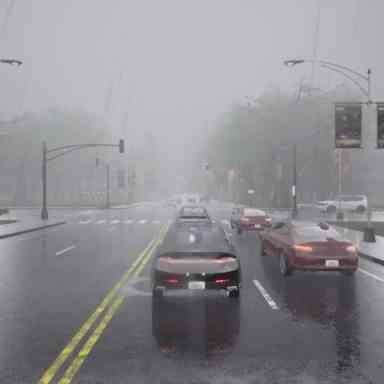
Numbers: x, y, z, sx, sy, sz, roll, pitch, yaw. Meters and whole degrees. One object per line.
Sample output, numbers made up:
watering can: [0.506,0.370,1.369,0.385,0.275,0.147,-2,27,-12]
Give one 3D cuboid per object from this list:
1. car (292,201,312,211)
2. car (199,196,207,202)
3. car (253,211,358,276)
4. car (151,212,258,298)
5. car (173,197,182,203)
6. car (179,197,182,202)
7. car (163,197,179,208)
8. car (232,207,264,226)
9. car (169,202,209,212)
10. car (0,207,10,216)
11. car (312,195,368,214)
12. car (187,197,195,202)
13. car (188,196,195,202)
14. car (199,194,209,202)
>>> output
car: [14.783,1.766,40.829,4.718,1.301,1.895,0,0,0]
car: [3.061,1.941,93.002,2.033,1.411,5.357,0,-1,0]
car: [3.326,1.531,10.219,1.812,1.442,4.674,0,0,0]
car: [0.083,1.495,8.499,2.128,1.511,4.902,0,0,0]
car: [-3.413,1.939,80.286,1.994,1.385,4.181,0,-1,0]
car: [-3.410,1.738,66.512,2.128,1.511,4.902,0,0,0]
car: [-3.448,1.753,52.051,1.895,1.301,4.718,0,0,0]
car: [3.322,1.552,19.027,1.812,1.442,4.674,0,0,1]
car: [0.065,1.515,17.906,2.128,1.511,4.902,0,0,0]
car: [-19.815,1.547,30.550,5.357,1.411,2.033,0,0,-1]
car: [17.032,1.395,37.607,5.566,2.045,2.150,0,0,-1]
car: [-0.166,1.883,82.541,1.882,1.535,5.008,0,-1,0]
car: [-0.189,1.953,92.995,1.994,1.385,4.181,0,-1,0]
car: [3.084,1.632,82.614,2.150,2.045,5.566,0,-1,0]
